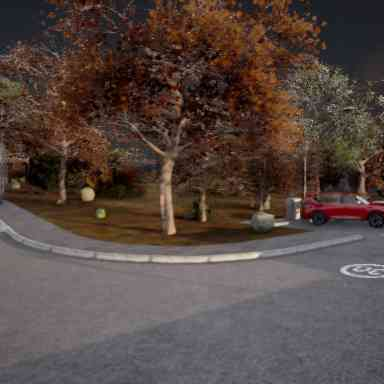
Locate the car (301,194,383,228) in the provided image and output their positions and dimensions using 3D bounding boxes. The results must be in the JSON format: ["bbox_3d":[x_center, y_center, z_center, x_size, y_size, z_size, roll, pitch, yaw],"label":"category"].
[{"bbox_3d":[10.046,1.126,21.654,5.566,2.045,2.435,-1,-1,31],"label":"car"}]
